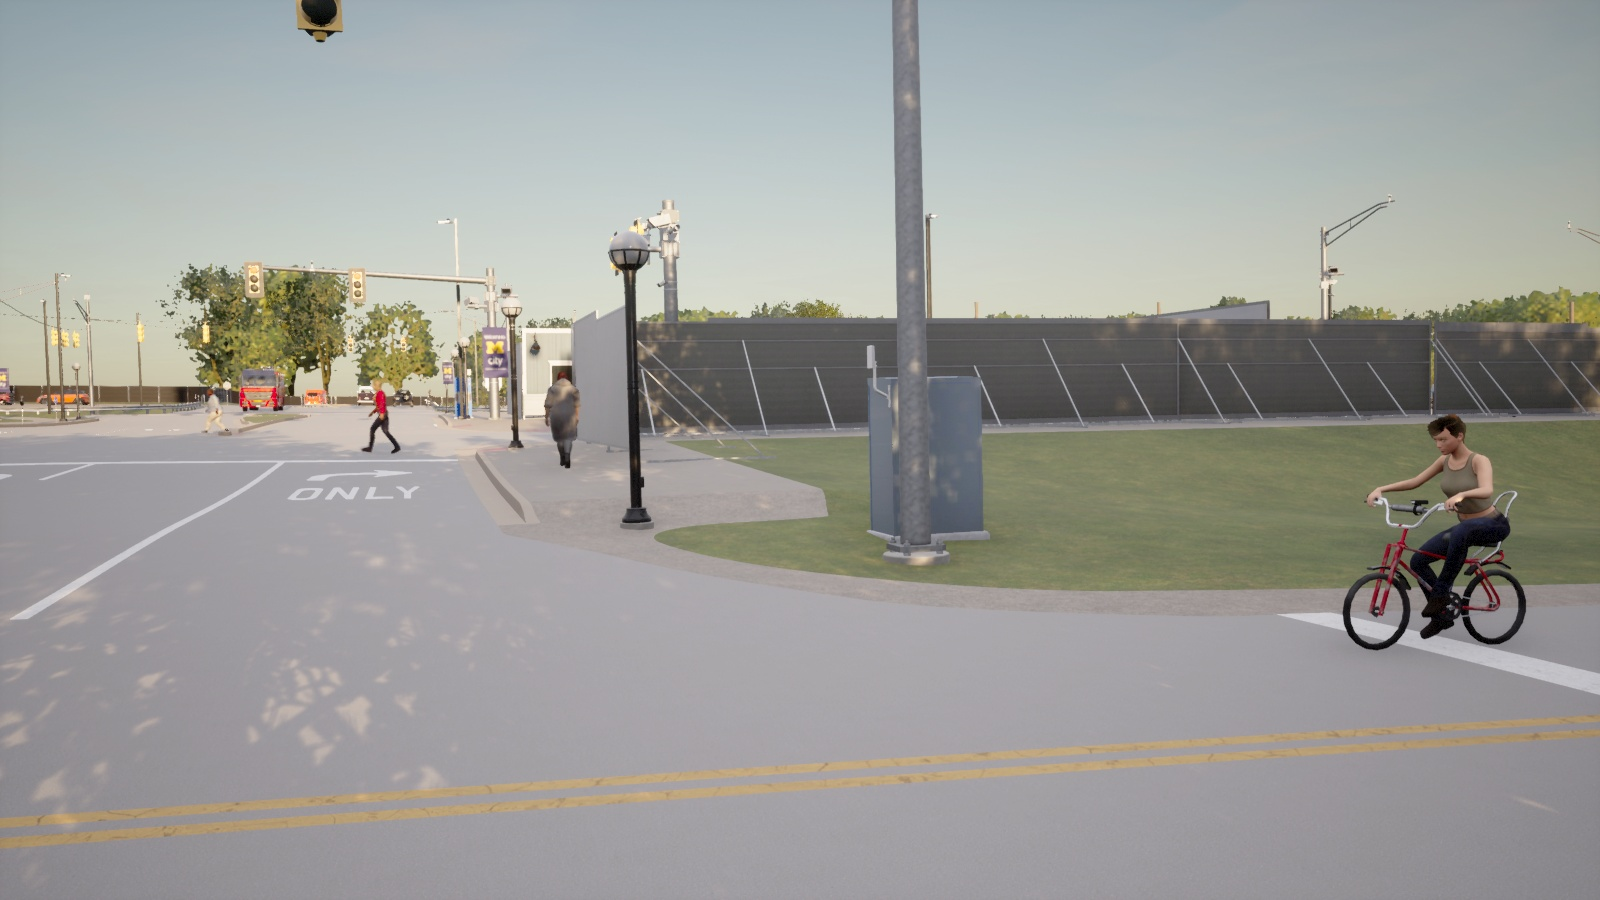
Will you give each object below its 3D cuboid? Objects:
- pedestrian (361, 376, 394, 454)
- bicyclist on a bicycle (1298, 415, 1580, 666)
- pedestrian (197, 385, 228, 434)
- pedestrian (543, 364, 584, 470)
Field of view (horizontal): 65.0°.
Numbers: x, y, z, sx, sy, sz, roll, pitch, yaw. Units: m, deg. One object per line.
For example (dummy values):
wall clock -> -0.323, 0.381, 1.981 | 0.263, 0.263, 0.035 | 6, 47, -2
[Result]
pedestrian -> -10.217, -0.852, 30.397 | 0.636, 1.846, 0.331 | -2, 2, -6
bicyclist on a bicycle -> 4.374, 0.569, 8.650 | 1.509, 1.612, 0.866 | 0, 1, -14
pedestrian -> -22.762, -1.571, 48.672 | 0.900, 1.855, 0.874 | -2, 2, -15
pedestrian -> -4.506, -0.633, 23.914 | 0.659, 1.952, 0.873 | -2, 2, -13
